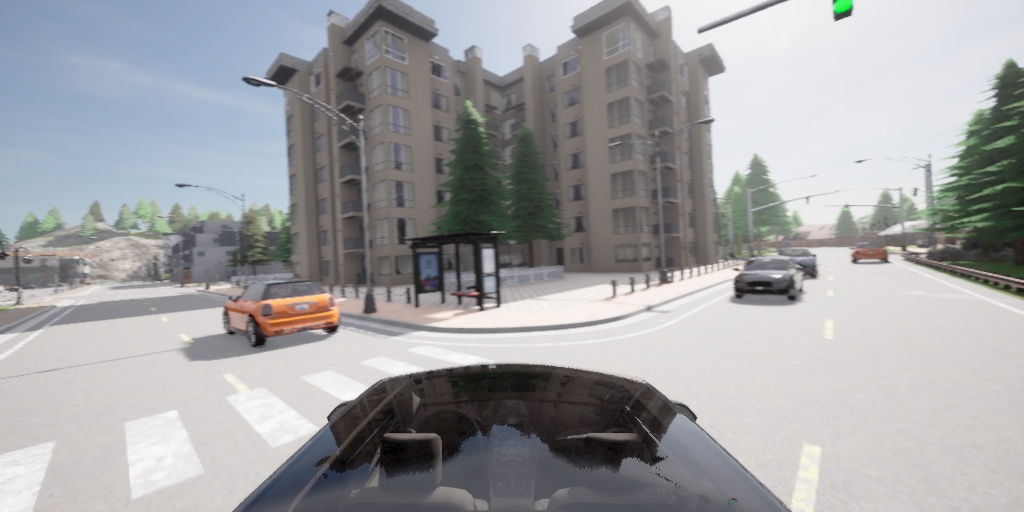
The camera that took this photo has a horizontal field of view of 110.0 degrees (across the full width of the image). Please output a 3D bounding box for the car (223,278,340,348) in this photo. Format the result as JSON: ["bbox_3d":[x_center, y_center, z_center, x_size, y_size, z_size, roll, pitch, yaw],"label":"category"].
[{"bbox_3d":[-7.149,1.481,10.940,4.553,1.767,2.097,-3,0,42],"label":"car"}]

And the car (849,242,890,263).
[{"bbox_3d":[29.843,-0.361,30.063,2.097,1.767,4.553,-3,0,41],"label":"car"}]

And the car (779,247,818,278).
[{"bbox_3d":[16.772,0.291,21.339,2.097,1.767,4.553,-3,0,42],"label":"car"}]

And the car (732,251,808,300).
[{"bbox_3d":[10.077,0.771,14.042,1.837,1.490,4.892,-3,0,43],"label":"car"}]
